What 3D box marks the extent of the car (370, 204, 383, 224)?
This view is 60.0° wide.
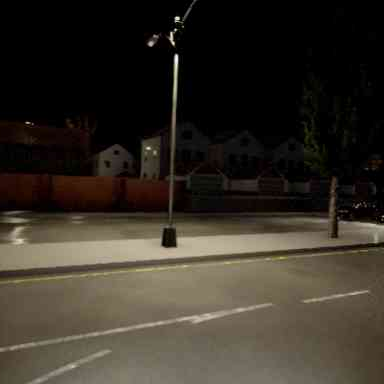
[{"bbox_3d":[16.135,1.708,25.117,4.892,1.490,1.837,2,1,-27],"label":"car"}]

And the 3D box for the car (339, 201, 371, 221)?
[{"bbox_3d":[13.595,1.540,27.747,4.902,1.511,2.128,2,1,-27],"label":"car"}]
